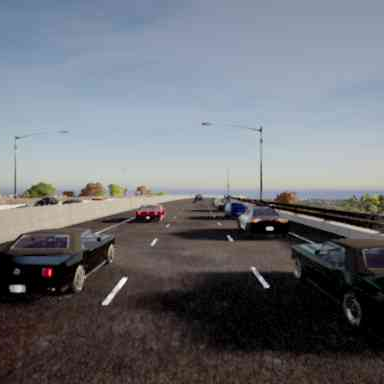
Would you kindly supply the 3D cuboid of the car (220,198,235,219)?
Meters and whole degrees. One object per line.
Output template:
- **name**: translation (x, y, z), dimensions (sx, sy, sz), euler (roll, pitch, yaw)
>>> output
- **car**: translation (3.750, 1.524, 28.620), dimensions (1.812, 1.442, 4.674), euler (0, 0, 1)

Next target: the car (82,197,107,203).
- **car**: translation (-13.409, 1.500, 47.000), dimensions (1.882, 1.535, 5.008), euler (0, 0, 2)

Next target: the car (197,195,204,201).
- **car**: translation (2.257, 1.571, 88.101), dimensions (1.895, 1.301, 4.718), euler (0, 0, 3)

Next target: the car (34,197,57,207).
- **car**: translation (-20.406, 1.526, 47.067), dimensions (1.837, 1.490, 4.892), euler (0, -1, 2)

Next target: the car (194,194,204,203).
- **car**: translation (1.477, 1.306, 71.239), dimensions (2.097, 1.767, 4.553), euler (0, 0, 2)

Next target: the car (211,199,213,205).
- **car**: translation (4.263, 1.564, 50.459), dimensions (1.812, 1.442, 4.674), euler (0, 0, 2)

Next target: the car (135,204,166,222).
- **car**: translation (-3.179, 1.594, 26.464), dimensions (1.895, 1.301, 4.718), euler (0, 0, 1)

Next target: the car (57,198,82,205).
- **car**: translation (-16.899, 1.586, 47.251), dimensions (1.994, 1.385, 4.181), euler (0, 0, 2)

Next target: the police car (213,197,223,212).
- **police car**: translation (3.972, 1.522, 39.540), dimensions (2.038, 1.542, 4.974), euler (0, 0, 1)

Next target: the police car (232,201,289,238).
- **police car**: translation (3.598, 1.493, 17.699), dimensions (2.038, 1.542, 4.974), euler (0, 0, 1)

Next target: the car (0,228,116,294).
- **car**: translation (-3.368, 1.588, 8.686), dimensions (1.895, 1.301, 4.718), euler (0, 0, 0)

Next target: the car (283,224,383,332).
- **car**: translation (3.515, 1.592, 6.806), dimensions (1.895, 1.301, 4.718), euler (0, 0, 0)

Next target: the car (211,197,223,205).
- **car**: translation (4.623, 1.614, 61.376), dimensions (2.033, 1.411, 5.357), euler (0, 0, 2)
